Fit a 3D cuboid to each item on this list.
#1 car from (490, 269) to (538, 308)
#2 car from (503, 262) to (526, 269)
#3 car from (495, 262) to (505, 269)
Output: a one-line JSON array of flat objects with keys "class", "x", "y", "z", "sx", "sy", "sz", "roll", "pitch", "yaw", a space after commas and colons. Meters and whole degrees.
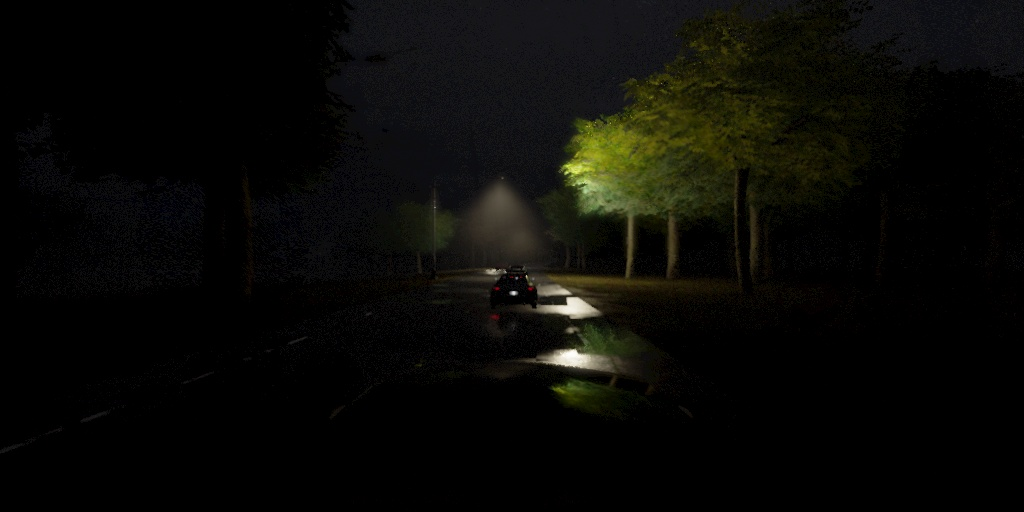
[{"class": "car", "x": 0.107, "y": 1.447, "z": 16.073, "sx": 1.994, "sy": 1.385, "sz": 4.181, "roll": 0, "pitch": 0, "yaw": 1}, {"class": "car", "x": 0.459, "y": 1.530, "z": 31.058, "sx": 1.837, "sy": 1.490, "sz": 4.892, "roll": 0, "pitch": 0, "yaw": 2}, {"class": "car", "x": -1.667, "y": 1.780, "z": 60.768, "sx": 1.882, "sy": 1.535, "sz": 5.008, "roll": 0, "pitch": -1, "yaw": 4}]
